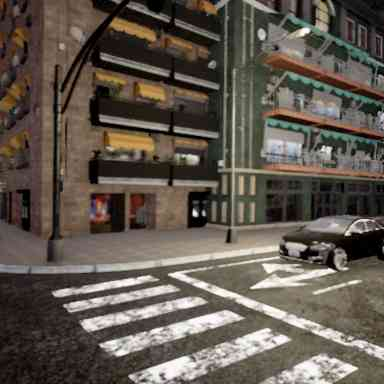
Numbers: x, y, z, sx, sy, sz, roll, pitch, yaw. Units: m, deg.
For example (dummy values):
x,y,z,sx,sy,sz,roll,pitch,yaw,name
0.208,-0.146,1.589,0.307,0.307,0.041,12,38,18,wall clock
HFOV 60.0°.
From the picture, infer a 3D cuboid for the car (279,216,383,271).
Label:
x,y,z,sx,sy,sz,roll,pitch,yaw,name
5.012,1.578,11.251,4.902,1.511,2.128,1,0,-35,car
